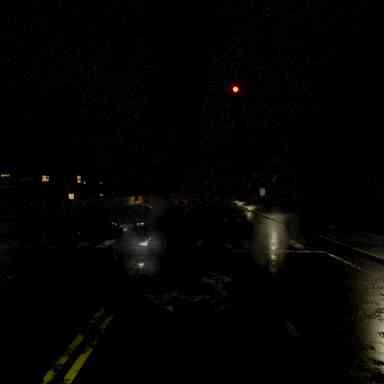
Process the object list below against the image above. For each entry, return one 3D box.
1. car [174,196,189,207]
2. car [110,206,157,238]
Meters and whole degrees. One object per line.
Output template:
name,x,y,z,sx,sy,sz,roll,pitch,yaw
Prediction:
car,-1.595,1.428,53.140,2.097,1.767,4.553,0,0,3
car,-3.031,1.510,17.990,2.128,1.511,4.902,0,0,1
